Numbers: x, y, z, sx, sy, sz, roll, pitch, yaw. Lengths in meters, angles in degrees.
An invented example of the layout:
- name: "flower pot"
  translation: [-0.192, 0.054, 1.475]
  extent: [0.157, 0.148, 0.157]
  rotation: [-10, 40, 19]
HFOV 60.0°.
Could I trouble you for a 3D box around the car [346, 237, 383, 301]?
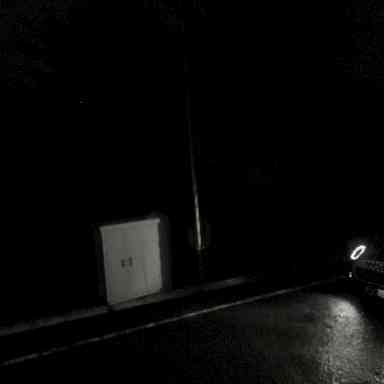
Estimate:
- name: "car"
  translation: [5.432, 1.217, 7.065]
  extent: [4.553, 1.767, 2.097]
  rotation: [-1, 1, -29]
